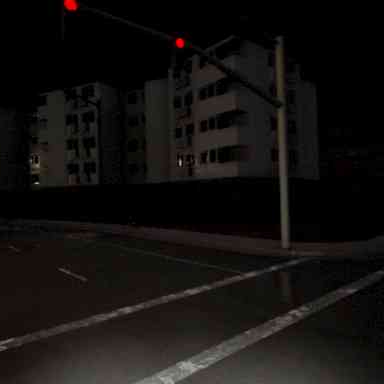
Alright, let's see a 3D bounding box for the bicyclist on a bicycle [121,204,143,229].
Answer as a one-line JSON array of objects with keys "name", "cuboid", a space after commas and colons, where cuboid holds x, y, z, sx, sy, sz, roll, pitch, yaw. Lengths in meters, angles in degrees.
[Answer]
[{"name": "bicyclist on a bicycle", "cuboid": [-3.982, 1.593, 22.110, 1.656, 1.620, 0.582, -2, 0, -41]}]
